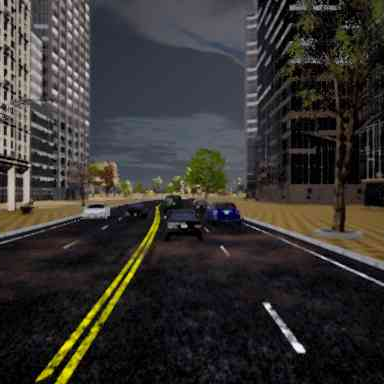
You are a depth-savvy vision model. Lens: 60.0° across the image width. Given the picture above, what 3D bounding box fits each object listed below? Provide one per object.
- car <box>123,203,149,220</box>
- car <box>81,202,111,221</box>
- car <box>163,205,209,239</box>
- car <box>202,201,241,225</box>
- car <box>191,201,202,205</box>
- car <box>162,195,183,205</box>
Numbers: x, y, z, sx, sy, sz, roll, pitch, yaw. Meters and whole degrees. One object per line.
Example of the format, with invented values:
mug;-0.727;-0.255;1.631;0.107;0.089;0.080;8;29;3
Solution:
car;-4.773;1.667;28.906;1.994;1.385;4.181;0;0;-5
car;-7.958;1.623;28.052;1.812;1.442;4.674;0;0;-5
car;-0.494;1.610;17.565;2.033;1.411;5.357;0;0;-3
car;2.250;1.446;24.985;2.097;1.767;4.553;0;0;-4
car;0.999;1.696;38.592;2.033;1.411;5.357;0;0;-6
car;-2.189;1.364;37.865;2.150;2.045;5.566;0;0;-6
